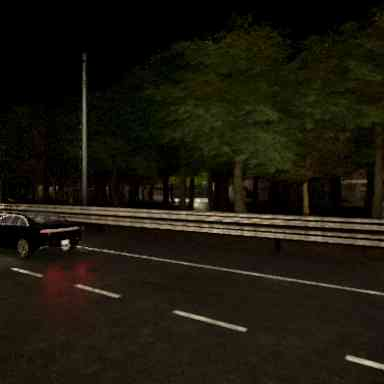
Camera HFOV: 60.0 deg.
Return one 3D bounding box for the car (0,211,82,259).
[{"bbox_3d":[-6.252,1.492,12.629,4.902,1.511,2.128,0,0,36],"label":"car"}]
